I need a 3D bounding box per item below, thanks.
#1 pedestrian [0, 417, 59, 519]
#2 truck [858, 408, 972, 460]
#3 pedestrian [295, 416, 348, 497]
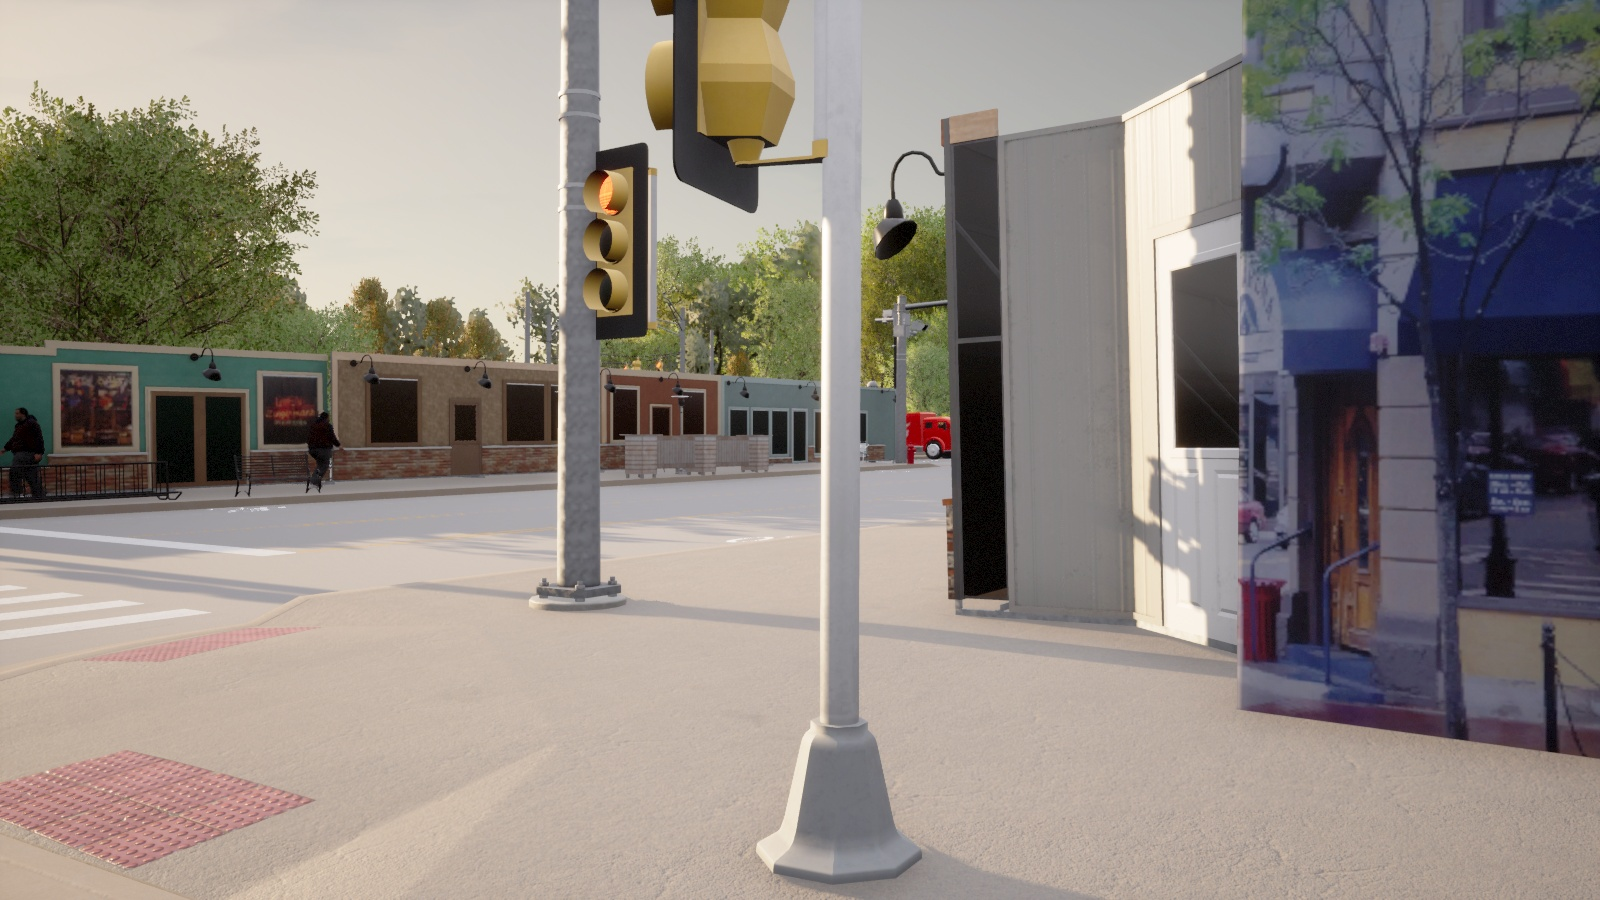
[{"bbox_3d":[-14.319,0.320,23.190,0.634,1.844,0.899,0,1,40],"label":"pedestrian"},{"bbox_3d":[6.028,-0.823,65.672,5.204,2.467,2.627,-3,0,29],"label":"truck"},{"bbox_3d":[-11.010,0.142,28.905,0.634,1.844,0.899,0,1,33],"label":"pedestrian"}]
